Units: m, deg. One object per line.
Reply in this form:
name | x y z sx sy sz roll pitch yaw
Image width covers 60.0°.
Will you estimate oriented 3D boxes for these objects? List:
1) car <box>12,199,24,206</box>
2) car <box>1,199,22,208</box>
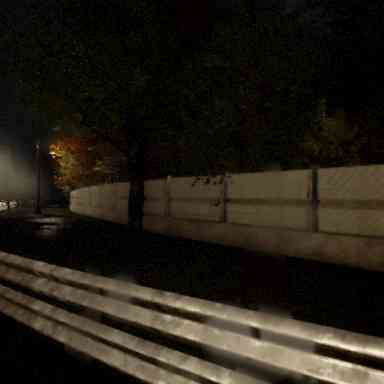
car | -36.272 2.098 69.409 1.812 1.442 4.674 1 -1 -22
car | -32.417 1.974 59.843 1.882 1.535 5.008 1 -1 -22
